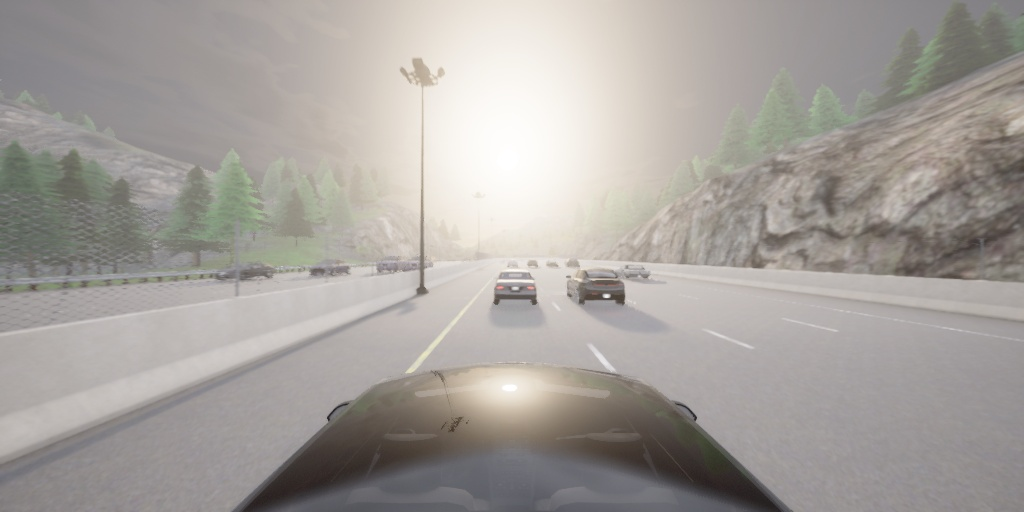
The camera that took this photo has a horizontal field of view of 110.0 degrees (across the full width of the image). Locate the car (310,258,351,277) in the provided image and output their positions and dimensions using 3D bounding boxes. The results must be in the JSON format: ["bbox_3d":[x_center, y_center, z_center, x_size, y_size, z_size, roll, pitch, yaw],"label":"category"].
[{"bbox_3d":[-17.558,1.047,34.823,2.097,1.767,4.553,0,0,0],"label":"car"}]

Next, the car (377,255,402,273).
[{"bbox_3d":[-14.034,0.926,42.389,2.150,2.045,5.566,0,0,1],"label":"car"}]

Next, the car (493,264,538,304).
[{"bbox_3d":[0.132,1.295,16.337,2.033,1.411,5.357,1,0,0],"label":"car"}]

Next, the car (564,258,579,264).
[{"bbox_3d":[10.638,1.134,64.059,2.097,1.767,4.553,0,0,0],"label":"car"}]

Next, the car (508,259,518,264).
[{"bbox_3d":[0.133,1.274,65.043,1.812,1.442,4.674,0,0,0],"label":"car"}]

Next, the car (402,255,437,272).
[{"bbox_3d":[-10.549,0.936,41.506,2.150,2.045,5.566,0,0,0],"label":"car"}]

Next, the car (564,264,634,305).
[{"bbox_3d":[3.603,1.266,16.051,1.837,1.490,4.892,0,0,0],"label":"car"}]

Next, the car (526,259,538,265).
[{"bbox_3d":[3.635,1.264,64.930,1.837,1.490,4.892,0,0,0],"label":"car"}]

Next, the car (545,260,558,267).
[{"bbox_3d":[7.131,1.371,65.102,1.895,1.301,4.718,0,0,0],"label":"car"}]

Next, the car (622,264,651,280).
[{"bbox_3d":[10.620,1.383,32.084,1.895,1.301,4.718,0,0,0],"label":"car"}]

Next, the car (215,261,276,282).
[{"bbox_3d":[-21.068,1.174,28.535,2.128,1.511,4.902,0,0,0],"label":"car"}]
